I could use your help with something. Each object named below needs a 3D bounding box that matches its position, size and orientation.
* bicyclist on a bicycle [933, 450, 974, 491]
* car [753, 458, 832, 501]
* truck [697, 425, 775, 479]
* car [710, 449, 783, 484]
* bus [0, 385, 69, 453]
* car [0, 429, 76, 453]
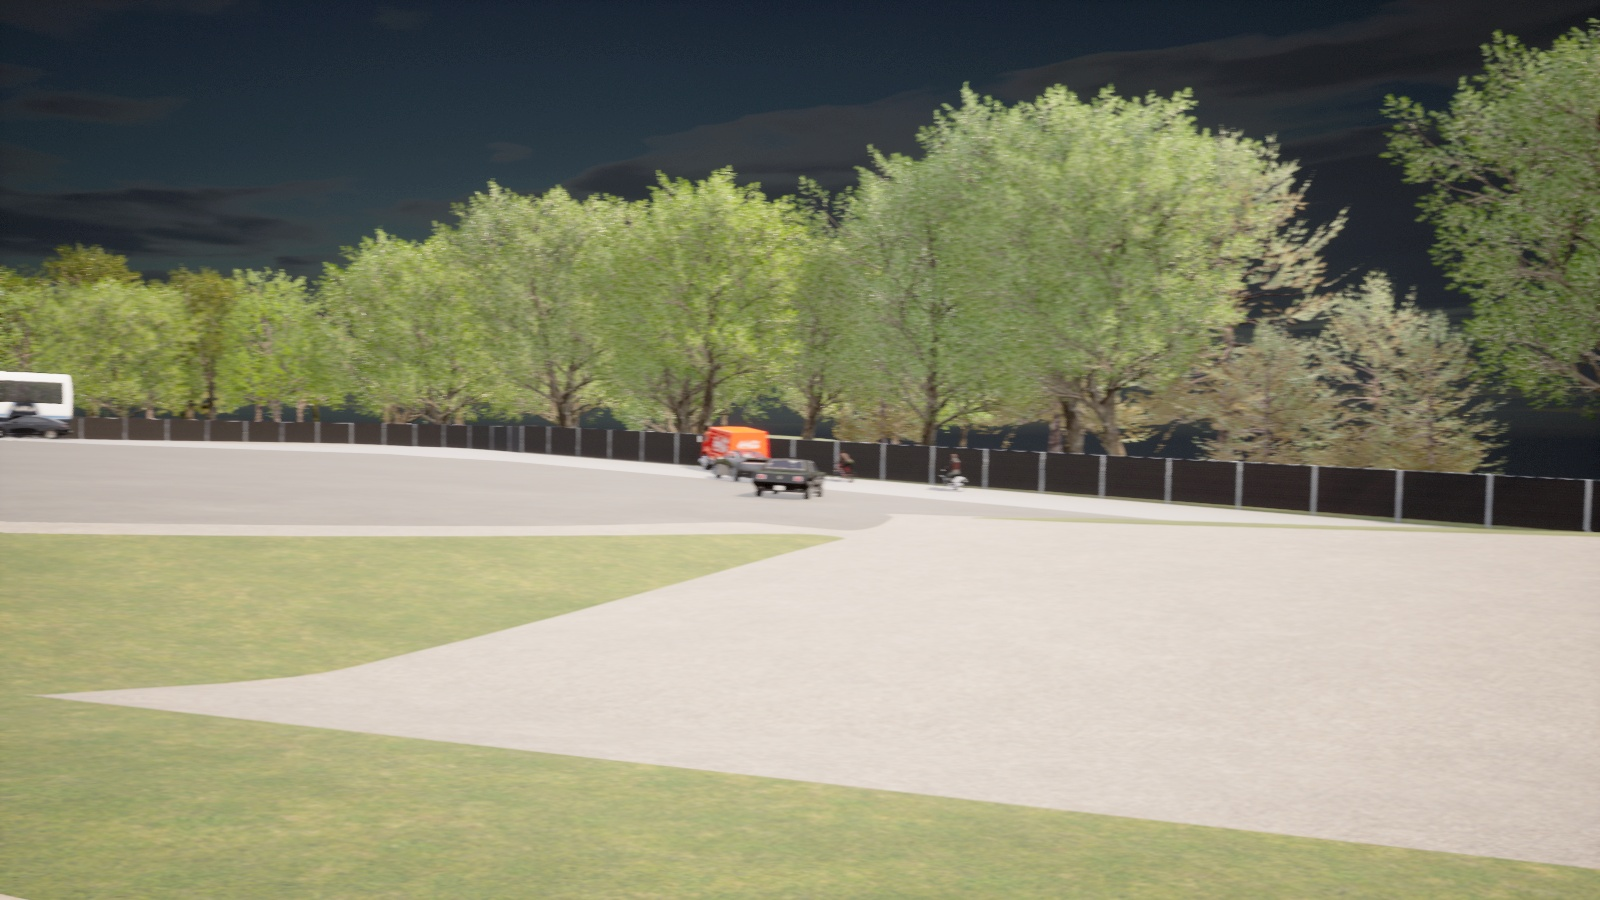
[{"bbox_3d":[7.113,0.930,58.227,1.843,1.776,0.659,3,3,43],"label":"bicyclist on a bicycle"},{"bbox_3d":[-0.186,0.954,42.774,1.895,1.301,4.718,2,0,9],"label":"car"},{"bbox_3d":[-3.580,0.051,69.371,2.627,2.467,5.204,-2,5,-23],"label":"truck"},{"bbox_3d":[-2.684,0.767,61.534,2.128,1.511,4.902,1,1,-21],"label":"car"},{"bbox_3d":[-52.941,-2.039,80.627,10.273,4.253,3.944,1,1,-32],"label":"bus"},{"bbox_3d":[-48.200,-0.559,78.781,4.674,1.442,1.812,1,0,-24],"label":"car"}]
